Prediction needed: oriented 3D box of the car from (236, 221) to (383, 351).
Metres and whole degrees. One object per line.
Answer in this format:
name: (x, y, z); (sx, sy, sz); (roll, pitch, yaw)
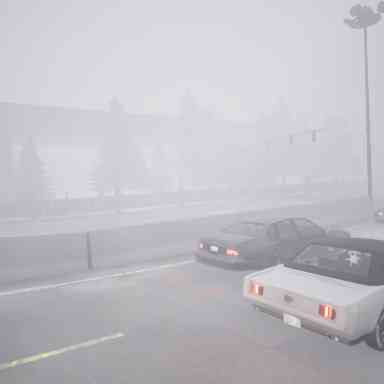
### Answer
car: (3.243, 1.506, 6.086); (4.718, 1.301, 1.895); (-2, 1, -36)

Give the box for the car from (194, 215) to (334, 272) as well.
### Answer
car: (2.608, 1.400, 9.938); (5.357, 1.411, 2.033); (-3, 1, -36)

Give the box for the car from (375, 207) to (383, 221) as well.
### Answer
car: (10.756, 0.867, 15.803); (5.357, 1.411, 2.033); (-4, 2, -36)
